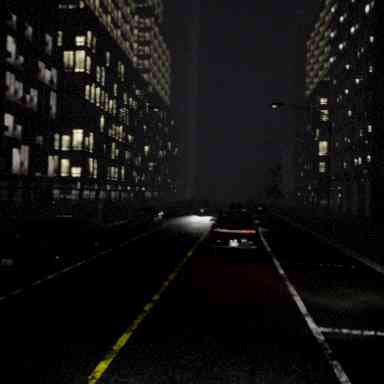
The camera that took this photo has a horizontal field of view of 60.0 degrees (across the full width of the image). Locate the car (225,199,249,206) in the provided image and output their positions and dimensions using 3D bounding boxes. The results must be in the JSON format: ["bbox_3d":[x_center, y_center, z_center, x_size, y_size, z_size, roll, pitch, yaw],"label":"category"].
[{"bbox_3d":[3.963,1.661,30.424,1.812,1.442,4.674,2,0,7],"label":"car"}]

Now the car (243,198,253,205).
[{"bbox_3d":[12.077,1.960,71.702,1.802,1.307,4.206,2,0,8],"label":"car"}]

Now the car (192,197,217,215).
[{"bbox_3d":[1.313,1.555,34.454,2.128,1.511,4.902,2,0,8],"label":"car"}]

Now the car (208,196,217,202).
[{"bbox_3d":[5.275,1.752,84.106,1.947,1.339,4.313,2,0,8],"label":"car"}]

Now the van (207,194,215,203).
[{"bbox_3d":[4.533,1.506,78.464,1.690,1.788,3.998,2,0,8],"label":"van"}]

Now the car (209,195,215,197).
[{"bbox_3d":[3.779,1.584,72.820,1.967,1.590,4.097,2,0,8],"label":"car"}]

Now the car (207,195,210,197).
[{"bbox_3d":[1.524,1.659,55.894,1.802,1.307,4.206,2,0,8],"label":"car"}]

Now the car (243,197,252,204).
[{"bbox_3d":[12.851,1.925,77.513,1.752,1.417,4.829,2,0,8],"label":"car"}]

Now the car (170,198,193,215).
[{"bbox_3d":[-1.475,1.534,33.323,2.008,1.369,4.403,2,0,8],"label":"car"}]

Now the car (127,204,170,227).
[{"bbox_3d":[-2.976,1.516,22.037,1.802,1.307,4.206,2,0,8],"label":"car"}]

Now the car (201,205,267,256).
[{"bbox_3d":[1.744,1.554,13.622,2.128,1.511,4.902,2,0,8],"label":"car"}]

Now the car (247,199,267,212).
[{"bbox_3d":[7.577,1.808,37.848,1.947,1.339,4.313,2,0,8],"label":"car"}]

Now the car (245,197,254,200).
[{"bbox_3d":[10.582,1.774,60.416,1.967,1.590,4.097,2,0,8],"label":"car"}]

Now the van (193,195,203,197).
[{"bbox_3d":[0.782,1.396,50.251,1.690,1.788,3.998,2,0,8],"label":"van"}]

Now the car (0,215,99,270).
[{"bbox_3d":[-4.476,1.449,10.753,1.947,1.339,4.313,2,0,8],"label":"car"}]
